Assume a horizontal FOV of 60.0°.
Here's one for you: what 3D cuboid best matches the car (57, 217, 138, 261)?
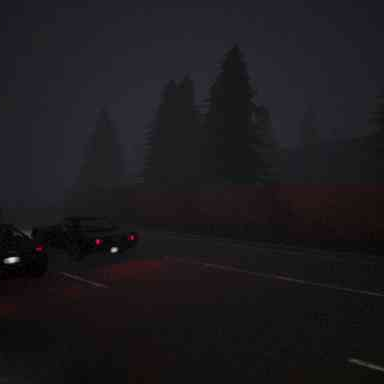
[{"bbox_3d":[-4.141,1.568,12.290,4.718,1.301,1.895,0,0,43],"label":"car"}]

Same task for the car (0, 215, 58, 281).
[{"bbox_3d":[-5.632,1.524,8.967,4.181,1.385,1.994,0,0,42],"label":"car"}]

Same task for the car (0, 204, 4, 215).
[{"bbox_3d":[-15.806,1.375,25.709,2.128,1.511,4.902,0,0,-36],"label":"car"}]
